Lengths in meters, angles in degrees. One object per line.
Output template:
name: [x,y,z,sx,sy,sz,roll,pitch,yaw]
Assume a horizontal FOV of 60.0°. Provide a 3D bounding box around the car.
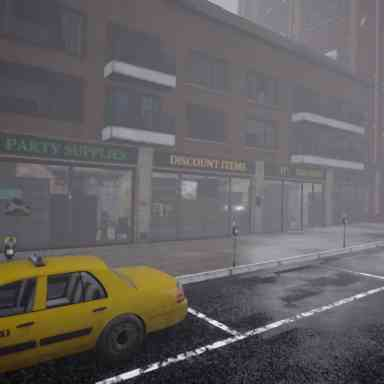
car: [-2.348,1.526,4.400,4.829,1.417,1.752,0,2,-35]
